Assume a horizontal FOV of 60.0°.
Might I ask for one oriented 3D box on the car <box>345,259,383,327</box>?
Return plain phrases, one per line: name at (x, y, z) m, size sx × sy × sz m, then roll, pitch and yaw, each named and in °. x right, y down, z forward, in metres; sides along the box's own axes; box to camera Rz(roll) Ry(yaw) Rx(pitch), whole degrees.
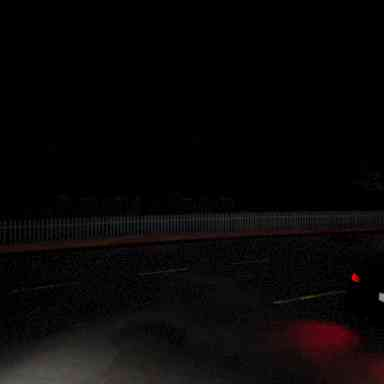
car at (4.758, 1.564, 5.749) m, size 4.181 × 1.385 × 1.994 m, roll 0°, pitch 0°, yaw -24°
